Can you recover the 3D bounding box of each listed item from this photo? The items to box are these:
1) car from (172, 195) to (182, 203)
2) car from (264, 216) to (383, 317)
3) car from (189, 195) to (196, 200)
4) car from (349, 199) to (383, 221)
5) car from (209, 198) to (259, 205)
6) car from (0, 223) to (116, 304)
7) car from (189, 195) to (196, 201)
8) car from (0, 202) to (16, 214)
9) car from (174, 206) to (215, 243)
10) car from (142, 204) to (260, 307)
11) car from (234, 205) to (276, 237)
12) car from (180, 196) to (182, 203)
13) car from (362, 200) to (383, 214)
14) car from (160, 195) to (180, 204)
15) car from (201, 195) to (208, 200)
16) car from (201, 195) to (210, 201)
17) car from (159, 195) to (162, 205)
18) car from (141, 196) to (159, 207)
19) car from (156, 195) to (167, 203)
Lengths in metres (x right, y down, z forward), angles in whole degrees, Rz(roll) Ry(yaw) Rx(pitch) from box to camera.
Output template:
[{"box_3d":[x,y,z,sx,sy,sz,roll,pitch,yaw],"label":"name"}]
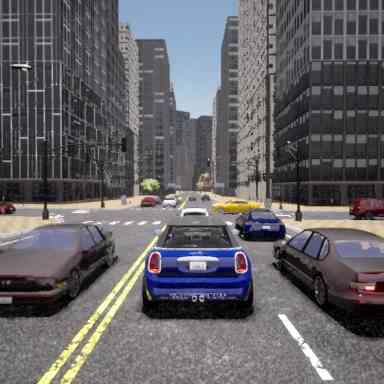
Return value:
[{"box_3d":[-3.143,1.456,69.671,1.882,1.535,5.008,0,0,0],"label":"car"},{"box_3d":[3.361,1.548,7.780,2.033,1.411,5.357,0,0,0],"label":"car"},{"box_3d":[0.140,1.498,90.004,2.033,1.411,5.357,0,0,0],"label":"car"},{"box_3d":[16.245,1.535,28.770,5.009,1.841,2.192,1,0,1],"label":"car"},{"box_3d":[4.575,1.504,34.763,5.008,1.535,1.882,1,1,1],"label":"car"},{"box_3d":[-3.344,1.548,8.593,2.033,1.411,5.357,0,0,0],"label":"car"},{"box_3d":[0.124,1.495,79.785,2.128,1.511,4.902,0,0,0],"label":"car"},{"box_3d":[-19.343,1.425,31.999,4.181,1.385,1.994,1,1,1],"label":"car"},{"box_3d":[0.126,1.526,16.977,1.812,1.442,4.674,0,0,0],"label":"car"},{"box_3d":[0.112,1.353,8.120,2.097,1.767,4.553,0,0,0],"label":"car"},{"box_3d":[3.374,1.564,17.019,1.994,1.385,4.181,0,0,0],"label":"car"},{"box_3d":[-3.235,1.533,59.455,2.033,1.411,5.357,0,0,0],"label":"car"},{"box_3d":[21.867,1.663,37.048,4.829,1.417,1.752,1,0,1],"label":"car"},{"box_3d":[-3.264,1.517,49.764,1.812,1.442,4.674,0,0,0],"label":"car"},{"box_3d":[3.391,1.553,90.443,1.895,1.301,4.718,0,0,0],"label":"car"},{"box_3d":[3.375,1.469,80.420,1.837,1.490,4.892,0,0,0],"label":"car"},{"box_3d":[-6.484,1.532,59.940,2.033,1.411,5.357,0,0,0],"label":"car"},{"box_3d":[-6.513,1.469,50.013,1.882,1.535,5.008,0,0,0],"label":"car"},{"box_3d":[-6.392,1.455,70.310,1.882,1.535,5.008,0,0,0],"label":"car"}]
